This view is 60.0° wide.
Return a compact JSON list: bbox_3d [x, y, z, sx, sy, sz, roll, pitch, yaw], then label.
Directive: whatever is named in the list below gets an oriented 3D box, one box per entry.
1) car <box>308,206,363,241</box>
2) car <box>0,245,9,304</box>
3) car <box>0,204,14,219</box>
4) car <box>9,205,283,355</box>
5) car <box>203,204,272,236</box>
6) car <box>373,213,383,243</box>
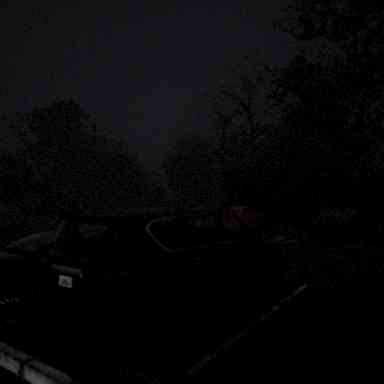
[{"bbox_3d":[7.489,1.521,17.174,2.097,1.535,5.008,-1,-1,36],"label":"car"},{"bbox_3d":[-2.401,1.562,8.150,2.231,1.521,4.892,-1,-1,36],"label":"car"},{"bbox_3d":[-20.222,2.154,36.956,2.002,1.452,4.674,-1,-1,36],"label":"car"},{"bbox_3d":[-0.104,1.270,6.552,2.435,2.045,5.566,-1,-1,36],"label":"car"},{"bbox_3d":[2.952,1.602,20.401,2.097,1.535,5.008,-1,-1,36],"label":"car"},{"bbox_3d":[9.756,1.526,15.552,2.002,1.452,4.674,-1,-1,36],"label":"car"}]
